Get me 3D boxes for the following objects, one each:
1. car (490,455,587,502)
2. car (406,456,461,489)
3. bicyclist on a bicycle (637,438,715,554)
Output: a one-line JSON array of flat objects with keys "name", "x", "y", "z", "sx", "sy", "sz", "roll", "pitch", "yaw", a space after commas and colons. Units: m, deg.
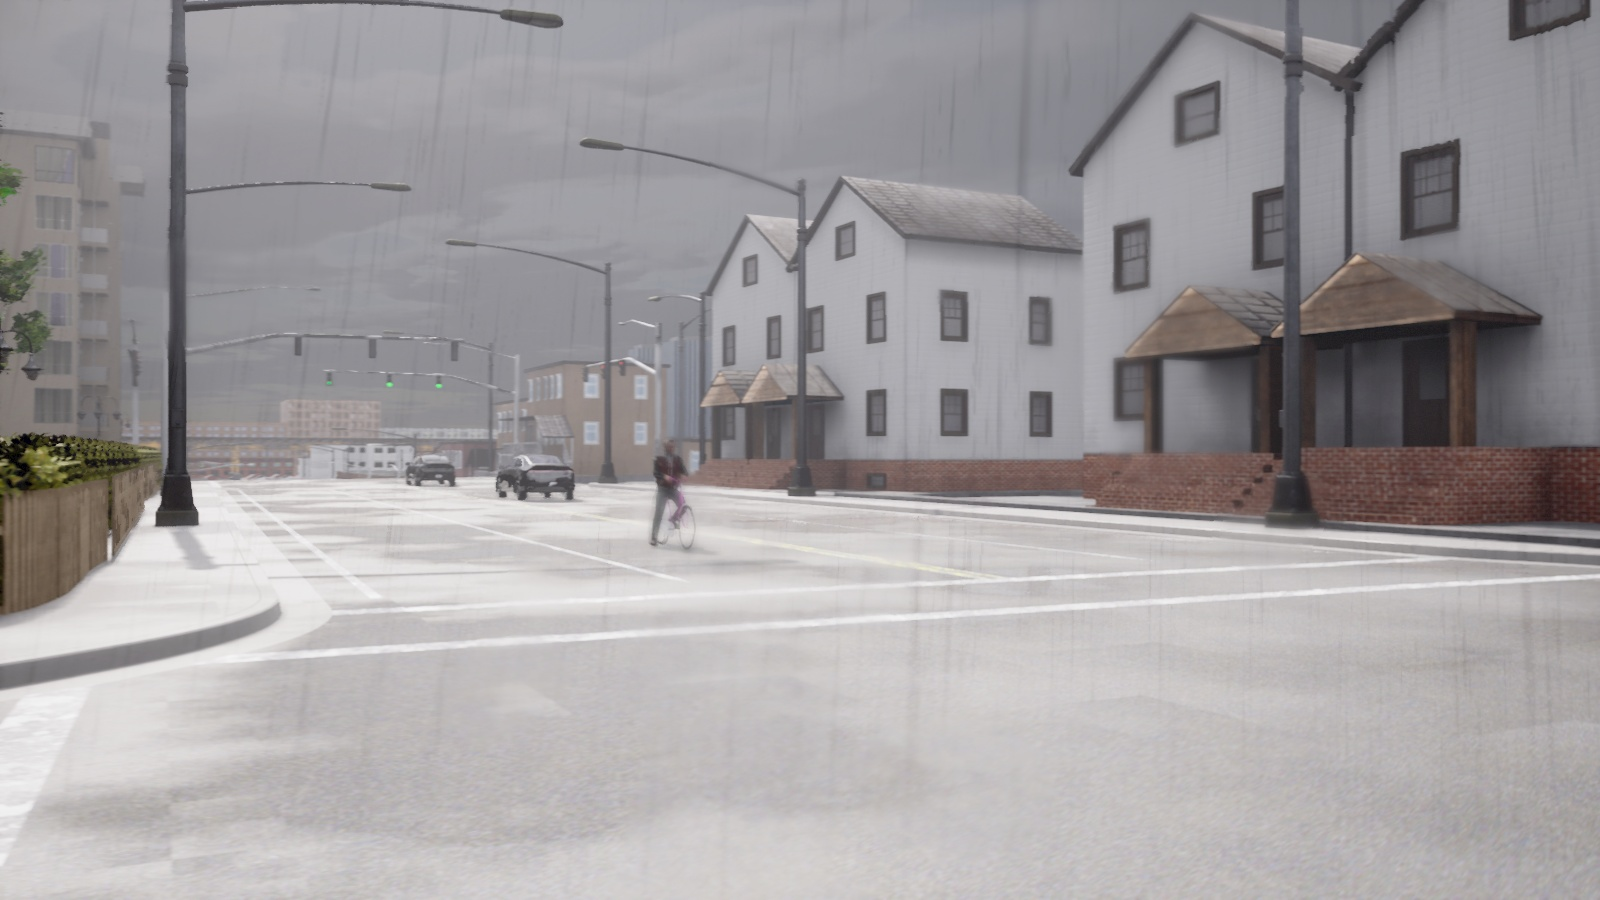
[{"name": "car", "x": -9.013, "y": 0.924, "z": 42.885, "sx": 2.128, "sy": 1.511, "sz": 4.902, "roll": 0, "pitch": 0, "yaw": -26}, {"name": "car", "x": -18.074, "y": 1.081, "z": 61.823, "sx": 1.837, "sy": 1.490, "sz": 4.892, "roll": 0, "pitch": 0, "yaw": -26}, {"name": "bicyclist on a bicycle", "x": -2.012, "y": 0.713, "z": 20.146, "sx": 0.659, "sy": 1.776, "sz": 1.843, "roll": 0, "pitch": -1, "yaw": -26}]
